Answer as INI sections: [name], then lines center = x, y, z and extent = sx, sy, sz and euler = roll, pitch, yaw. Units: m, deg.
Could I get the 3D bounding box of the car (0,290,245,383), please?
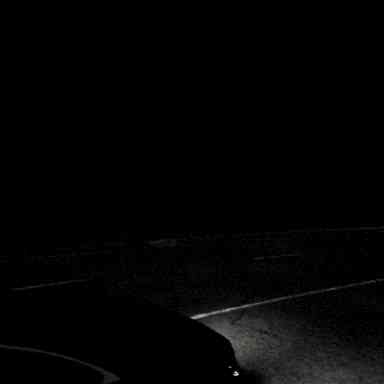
[car]
center = -1.768, 1.486, 2.257
extent = 4.892, 1.490, 1.837
euler = 0, 0, -35
